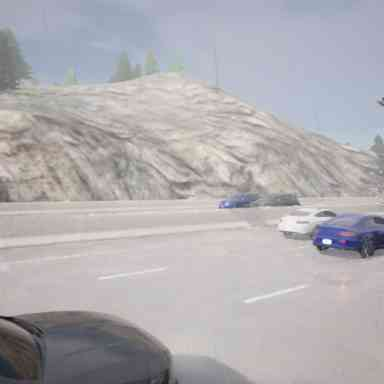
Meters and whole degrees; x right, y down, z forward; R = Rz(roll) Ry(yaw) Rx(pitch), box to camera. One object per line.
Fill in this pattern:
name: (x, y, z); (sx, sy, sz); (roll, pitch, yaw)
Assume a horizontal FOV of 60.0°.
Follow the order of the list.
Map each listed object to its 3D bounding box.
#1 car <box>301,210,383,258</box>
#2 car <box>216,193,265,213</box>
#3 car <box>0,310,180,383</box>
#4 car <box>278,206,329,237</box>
car: (6.474, 1.526, 12.668); (4.674, 1.442, 1.812); (0, 0, -36)
car: (5.622, 1.217, 38.103); (5.566, 2.045, 2.150); (0, 0, -35)
car: (-2.341, 1.505, 2.077); (4.892, 1.490, 1.837); (0, 0, -36)
car: (6.355, 1.525, 16.883); (4.674, 1.442, 1.812); (0, 0, -36)
